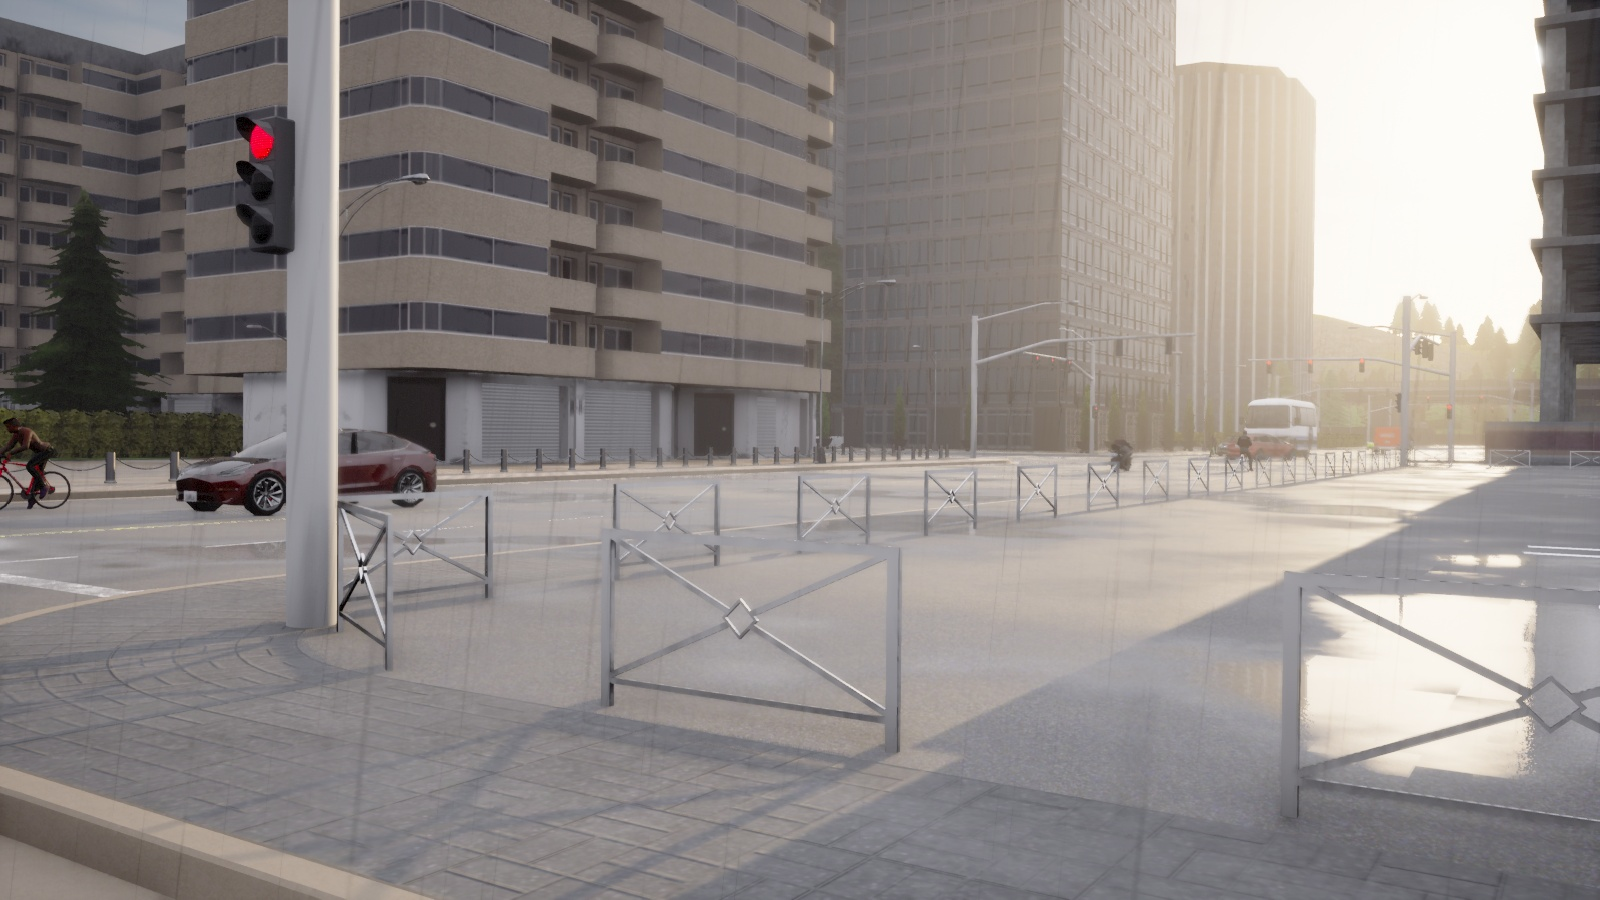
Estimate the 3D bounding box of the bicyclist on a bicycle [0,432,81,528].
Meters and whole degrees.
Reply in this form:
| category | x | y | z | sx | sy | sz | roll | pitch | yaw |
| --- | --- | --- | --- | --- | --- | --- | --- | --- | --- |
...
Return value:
| category | x | y | z | sx | sy | sz | roll | pitch | yaw |
| --- | --- | --- | --- | --- | --- | --- | --- | --- | --- |
| bicyclist on a bicycle | -13.599 | 0.507 | 21.982 | 0.582 | 1.620 | 1.656 | 0 | 1 | 33 |

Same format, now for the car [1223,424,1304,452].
| category | x | y | z | sx | sy | sz | roll | pitch | yaw |
| --- | --- | --- | --- | --- | --- | --- | --- | --- | --- |
| car | 28.358 | -0.759 | 76.854 | 4.611 | 1.667 | 2.242 | -1 | 1 | -31 |

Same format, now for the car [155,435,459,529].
| category | x | y | z | sx | sy | sz | roll | pitch | yaw |
| --- | --- | --- | --- | --- | --- | --- | --- | --- | --- |
| car | -8.837 | 0.498 | 22.939 | 2.163 | 1.488 | 4.792 | 0 | 1 | 33 |

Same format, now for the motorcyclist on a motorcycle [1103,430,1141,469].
| category | x | y | z | sx | sy | sz | roll | pitch | yaw |
| --- | --- | --- | --- | --- | --- | --- | --- | --- | --- |
| motorcyclist on a motorcycle | 13.011 | -0.043 | 50.690 | 0.866 | 1.530 | 2.191 | 0 | 1 | 33 |

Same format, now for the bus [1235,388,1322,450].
| category | x | y | z | sx | sy | sz | roll | pitch | yaw |
| --- | --- | --- | --- | --- | --- | --- | --- | --- | --- |
| bus | 35.061 | -2.215 | 91.765 | 3.944 | 4.253 | 10.273 | 0 | 1 | 33 |
